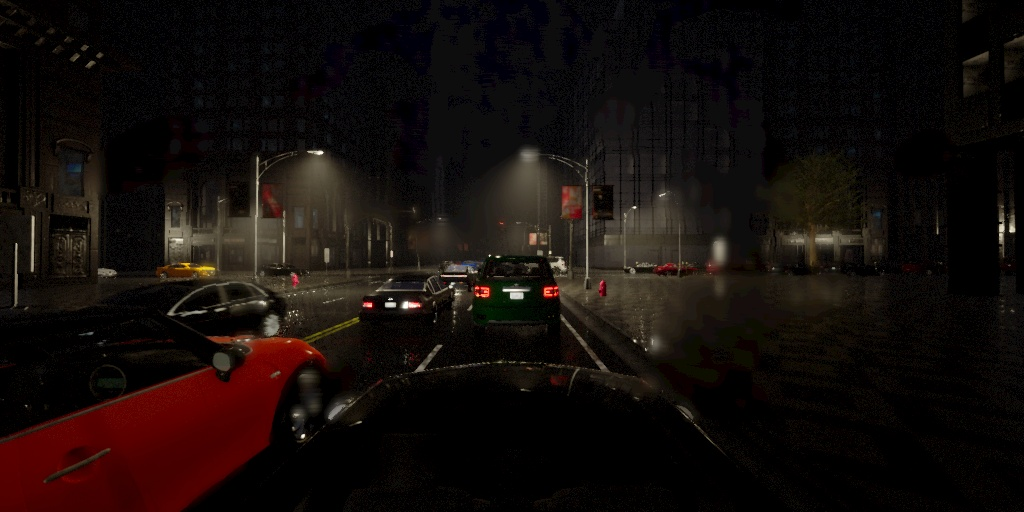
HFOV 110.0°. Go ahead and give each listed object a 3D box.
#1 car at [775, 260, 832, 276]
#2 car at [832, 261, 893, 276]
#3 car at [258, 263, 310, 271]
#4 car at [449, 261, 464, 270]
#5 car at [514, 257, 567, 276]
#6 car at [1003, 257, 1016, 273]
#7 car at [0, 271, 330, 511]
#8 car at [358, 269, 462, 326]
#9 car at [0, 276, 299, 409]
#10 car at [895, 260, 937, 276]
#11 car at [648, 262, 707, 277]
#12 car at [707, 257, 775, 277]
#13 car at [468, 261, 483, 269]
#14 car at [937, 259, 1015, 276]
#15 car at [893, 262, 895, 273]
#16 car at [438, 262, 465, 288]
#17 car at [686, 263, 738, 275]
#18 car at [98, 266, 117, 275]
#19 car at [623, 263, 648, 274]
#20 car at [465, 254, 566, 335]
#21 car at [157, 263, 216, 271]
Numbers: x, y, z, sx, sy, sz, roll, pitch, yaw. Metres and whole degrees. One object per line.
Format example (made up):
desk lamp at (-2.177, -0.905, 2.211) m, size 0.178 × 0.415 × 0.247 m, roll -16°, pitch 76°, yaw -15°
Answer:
car at (26.642, 1.286, 33.506) m, size 4.313 × 1.339 × 1.948 m, roll 0°, pitch 0°, yaw -1°
car at (32.279, 1.271, 33.585) m, size 4.313 × 1.339 × 1.948 m, roll 0°, pitch 0°, yaw -1°
car at (-22.559, 1.443, 35.436) m, size 4.892 × 1.490 × 1.837 m, roll 0°, pitch -1°, yaw 0°
car at (-9.719, 1.592, 63.195) m, size 1.812 × 1.442 × 4.674 m, roll 0°, pitch 0°, yaw 1°
car at (3.027, 1.093, 38.941) m, size 5.566 × 2.045 × 2.150 m, roll 0°, pitch -1°, yaw -1°
car at (49.194, 0.984, 33.821) m, size 5.009 × 1.841 × 2.192 m, roll 0°, pitch 0°, yaw -1°
car at (-3.146, 1.102, 2.320) m, size 2.097 × 1.767 × 4.553 m, roll 0°, pitch 0°, yaw 0°
car at (-3.121, 1.310, 11.732) m, size 2.033 × 1.411 × 5.357 m, roll 0°, pitch 0°, yaw 0°
car at (-6.591, 1.260, 7.089) m, size 1.837 × 1.490 × 4.892 m, roll 0°, pitch -1°, yaw 0°
car at (42.566, 1.191, 36.359) m, size 5.008 × 1.535 × 1.882 m, roll 0°, pitch -1°, yaw 0°
car at (15.366, 1.338, 33.349) m, size 4.207 × 1.307 × 1.802 m, roll 0°, pitch 0°, yaw -1°
car at (21.005, 1.052, 33.428) m, size 5.009 × 1.841 × 2.192 m, roll 0°, pitch 0°, yaw -1°
car at (-6.459, 1.621, 64.050) m, size 2.033 × 1.411 × 5.357 m, roll 0°, pitch 0°, yaw 1°
car at (43.555, 1.225, 33.743) m, size 4.507 × 1.381 × 1.888 m, roll 0°, pitch 0°, yaw -1°
car at (40.369, 1.304, 39.438) m, size 5.357 × 1.411 × 2.033 m, roll 0°, pitch -1°, yaw 0°
car at (-3.124, 1.286, 21.469) m, size 2.128 × 1.511 × 4.902 m, roll 0°, pitch 0°, yaw 0°
car at (21.813, 1.406, 39.212) m, size 4.718 × 1.301 × 1.895 m, roll 0°, pitch -1°, yaw -1°
car at (-42.074, 1.553, 35.489) m, size 4.674 × 1.442 × 1.812 m, roll 0°, pitch -1°, yaw 0°
car at (15.249, 1.426, 41.873) m, size 4.313 × 1.339 × 1.948 m, roll 0°, pitch 0°, yaw -1°
car at (0.114, 0.982, 10.648) m, size 2.150 × 2.045 × 5.566 m, roll 0°, pitch 0°, yaw 0°
car at (-32.075, 1.460, 35.462) m, size 5.008 × 1.535 × 1.882 m, roll 0°, pitch -1°, yaw 0°
